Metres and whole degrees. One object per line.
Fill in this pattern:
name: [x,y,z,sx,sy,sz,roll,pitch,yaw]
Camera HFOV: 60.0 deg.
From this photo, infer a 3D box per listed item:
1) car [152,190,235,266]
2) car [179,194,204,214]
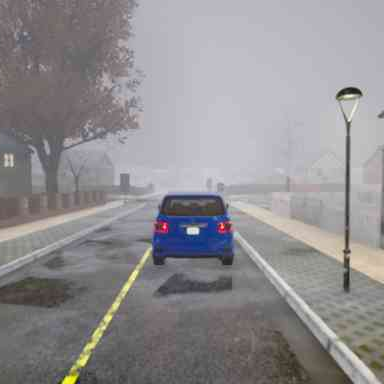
car: [0.039,0.944,10.590,2.150,2.045,5.566,0,2,0]
car: [-0.039,0.914,27.093,1.895,1.301,4.718,0,1,0]
